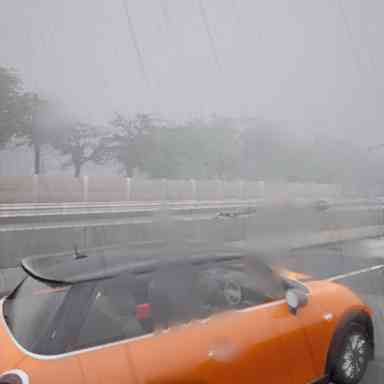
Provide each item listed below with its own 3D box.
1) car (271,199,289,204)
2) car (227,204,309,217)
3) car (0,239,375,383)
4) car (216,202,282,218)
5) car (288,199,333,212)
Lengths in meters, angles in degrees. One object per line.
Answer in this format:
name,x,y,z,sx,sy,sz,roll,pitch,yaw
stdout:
car,9.461,1.482,35.521,5.008,1.535,1.882,0,0,-38
car,4.686,1.599,20.188,4.718,1.301,1.895,0,0,-35
car,0.111,1.350,3.820,4.553,1.767,2.097,0,0,-35
car,4.013,1.599,23.999,4.718,1.301,1.895,0,0,-35
car,12.491,1.511,34.238,4.892,1.490,1.837,0,0,-35
